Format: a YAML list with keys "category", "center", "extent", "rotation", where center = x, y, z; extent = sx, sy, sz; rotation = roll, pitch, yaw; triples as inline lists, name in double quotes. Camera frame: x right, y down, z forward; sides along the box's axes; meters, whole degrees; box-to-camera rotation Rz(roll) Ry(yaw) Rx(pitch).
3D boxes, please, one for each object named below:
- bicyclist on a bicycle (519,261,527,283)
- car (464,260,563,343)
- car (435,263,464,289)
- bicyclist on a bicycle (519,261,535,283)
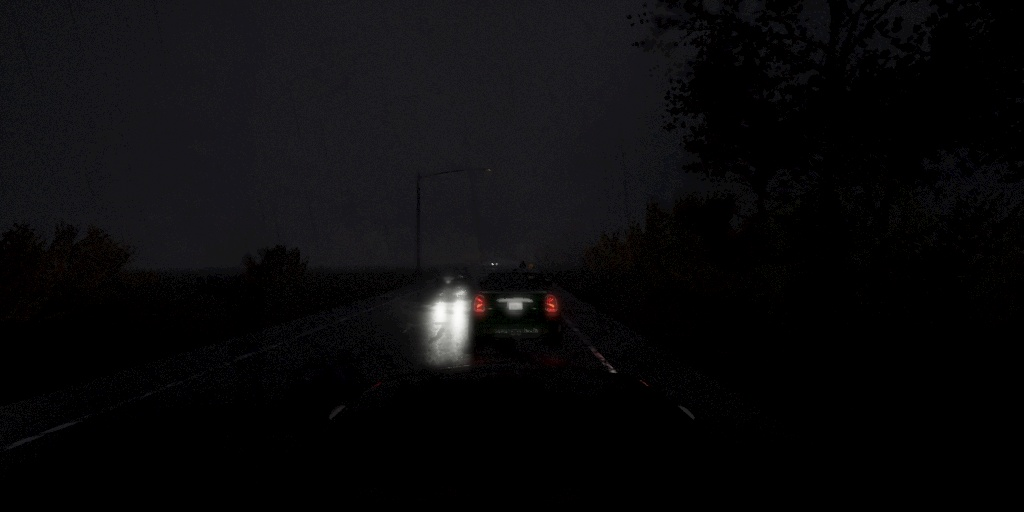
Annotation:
- category: "bicyclist on a bicycle"
  center: [0.841, 1.193, 27.290]
  extent: [0.582, 1.620, 1.656]
  rotation: [0, 0, 0]
- category: "car"
  center: [0.073, 1.099, 9.829]
  extent: [2.097, 1.767, 4.553]
  rotation: [0, 0, 0]
- category: "car"
  center: [-3.696, 1.234, 23.181]
  extent: [2.128, 1.511, 4.902]
  rotation: [0, 0, 0]
- category: "bicyclist on a bicycle"
  center: [0.904, 1.181, 17.173]
  extent: [0.866, 1.612, 1.509]
  rotation: [0, 0, 0]
